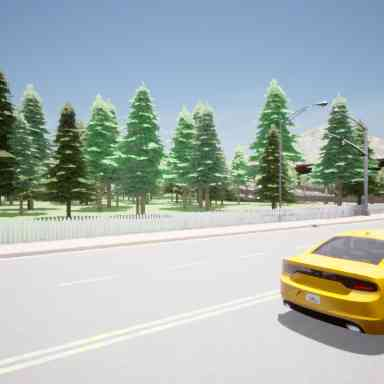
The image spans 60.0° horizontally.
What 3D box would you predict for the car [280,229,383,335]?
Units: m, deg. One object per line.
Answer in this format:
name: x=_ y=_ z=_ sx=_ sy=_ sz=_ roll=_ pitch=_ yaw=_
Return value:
car: x=3.878 y=1.478 z=6.519 sx=5.008 sy=1.535 sz=1.882 roll=0 pitch=0 yaw=-35
